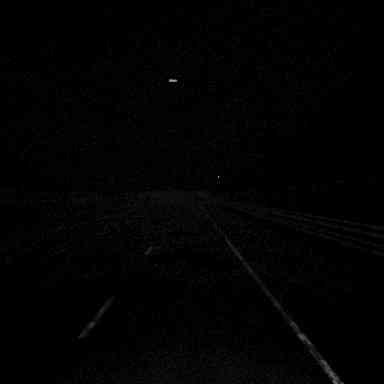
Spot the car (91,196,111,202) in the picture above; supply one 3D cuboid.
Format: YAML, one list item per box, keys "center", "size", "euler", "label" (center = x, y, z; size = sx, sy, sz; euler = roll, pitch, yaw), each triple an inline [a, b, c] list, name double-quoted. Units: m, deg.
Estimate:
- center: [-17.490, 1.847, 65.226]
  size: [2.150, 2.045, 5.566]
  euler: [0, -1, 0]
  label: "car"

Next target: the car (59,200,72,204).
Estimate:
- center: [-24.488, 2.174, 65.236]
  size: [1.994, 1.385, 4.181]
  euler: [0, -1, 0]
  label: "car"

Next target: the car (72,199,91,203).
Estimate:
- center: [-20.989, 2.097, 64.830]
  size: [1.882, 1.535, 5.008]
  euler: [0, 0, 0]
  label: "car"
